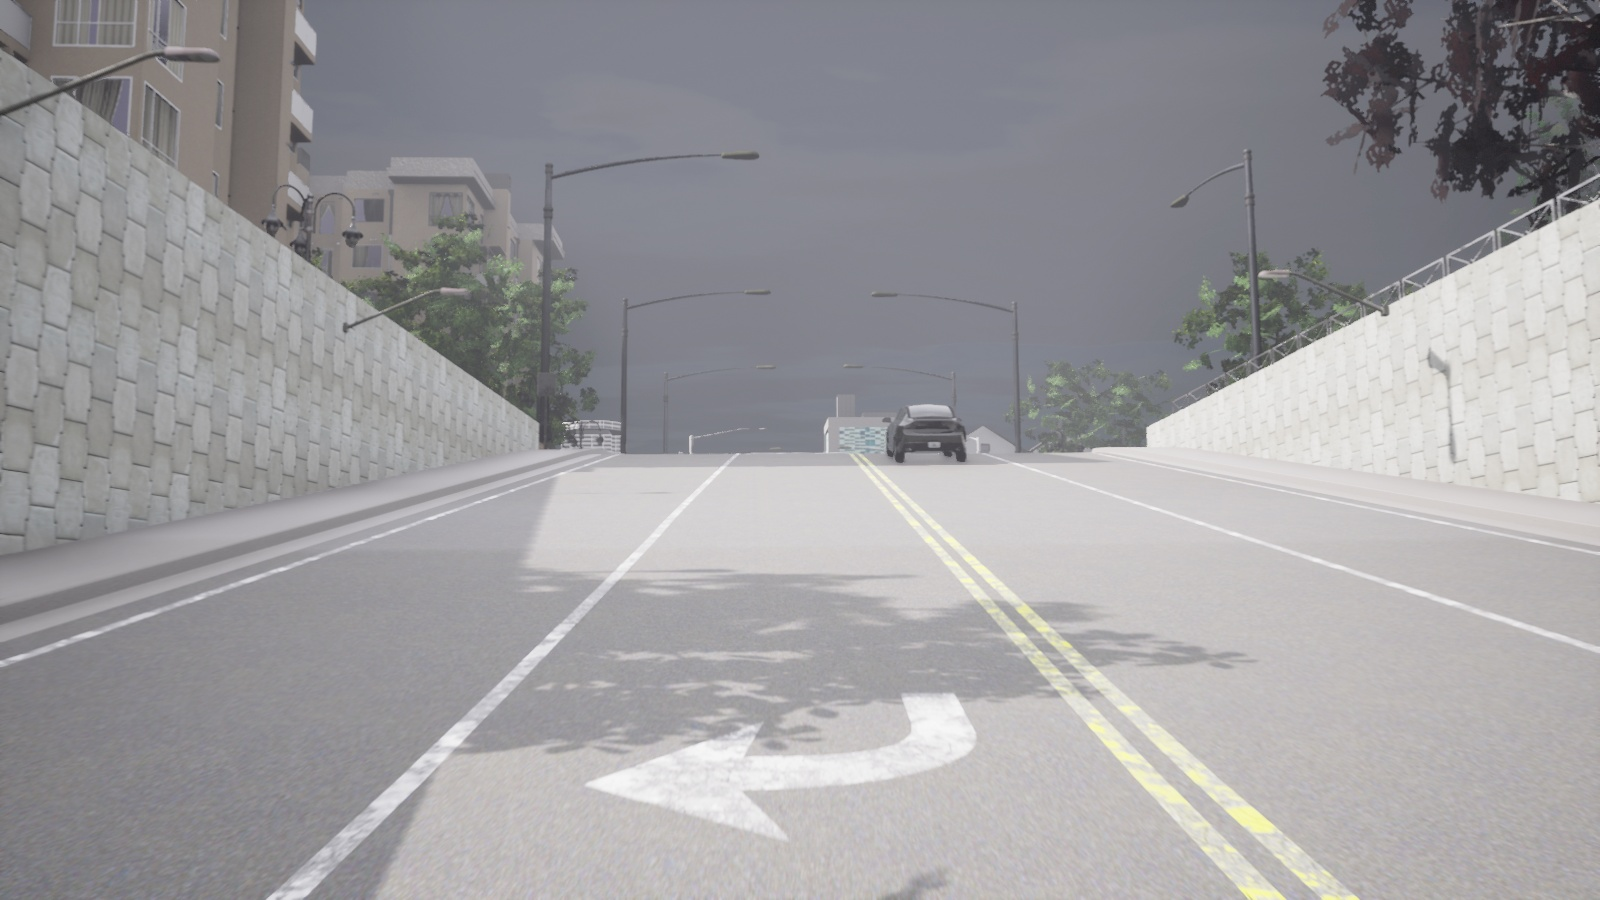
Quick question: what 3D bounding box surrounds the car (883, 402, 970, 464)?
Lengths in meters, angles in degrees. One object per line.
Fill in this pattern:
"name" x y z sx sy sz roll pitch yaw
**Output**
"car" 3.372 -0.517 34.296 1.837 1.490 4.892 -1 3 0
